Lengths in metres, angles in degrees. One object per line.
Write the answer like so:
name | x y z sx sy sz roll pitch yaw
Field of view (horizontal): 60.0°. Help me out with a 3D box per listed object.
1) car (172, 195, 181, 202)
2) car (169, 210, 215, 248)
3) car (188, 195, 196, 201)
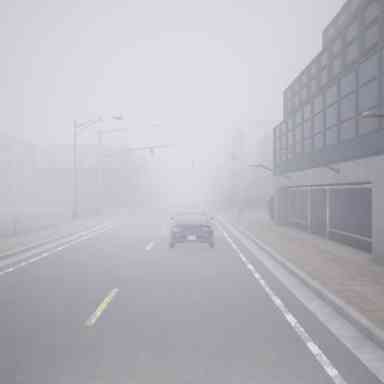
car | -3.500 1.442 76.536 1.837 1.490 4.892 0 0 0
car | 0.000 1.531 14.650 1.812 1.442 4.674 0 0 0
car | 0.000 1.404 79.682 2.033 1.411 5.357 0 0 0
